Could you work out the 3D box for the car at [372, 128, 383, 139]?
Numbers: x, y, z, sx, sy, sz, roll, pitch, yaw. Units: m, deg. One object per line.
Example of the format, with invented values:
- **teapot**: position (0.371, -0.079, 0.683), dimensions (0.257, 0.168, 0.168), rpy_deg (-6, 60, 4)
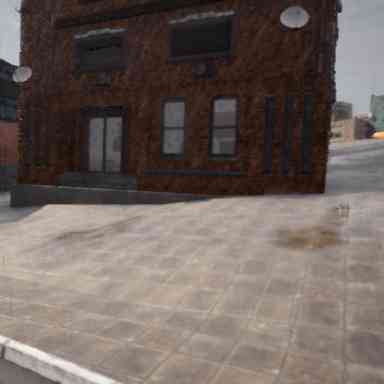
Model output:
- **car**: position (19.166, -5.263, 30.776), dimensions (2.185, 1.767, 4.553), rpy_deg (1, 2, -25)
